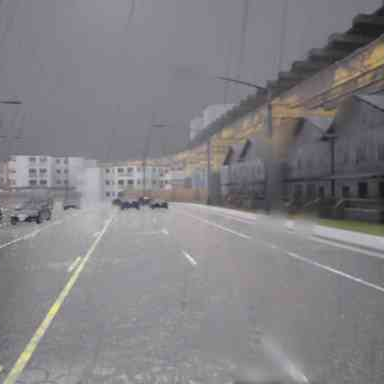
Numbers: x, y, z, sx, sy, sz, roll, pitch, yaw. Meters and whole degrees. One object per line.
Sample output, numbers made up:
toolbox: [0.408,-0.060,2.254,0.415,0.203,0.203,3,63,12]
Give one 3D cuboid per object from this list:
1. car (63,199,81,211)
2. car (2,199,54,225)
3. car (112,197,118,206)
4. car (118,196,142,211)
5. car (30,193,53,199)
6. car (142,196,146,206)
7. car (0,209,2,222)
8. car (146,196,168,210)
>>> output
car: [-14.846,1.530,41.348,2.033,1.411,5.357,-1,0,-14]
car: [-11.643,1.514,24.365,2.128,1.511,4.902,-1,0,-11]
car: [-10.447,1.370,49.486,2.128,1.511,4.902,-1,0,-28]
car: [-7.511,1.240,40.161,2.097,1.767,4.553,-1,0,-13]
car: [-18.235,1.158,40.451,2.150,2.045,5.566,-1,0,-14]
car: [-7.263,1.355,50.943,1.812,1.442,4.674,-1,0,-28]
car: [-15.086,1.596,23.740,1.812,1.442,4.674,-1,0,-11]
car: [-4.205,1.403,41.387,1.994,1.385,4.181,-1,0,-13]
